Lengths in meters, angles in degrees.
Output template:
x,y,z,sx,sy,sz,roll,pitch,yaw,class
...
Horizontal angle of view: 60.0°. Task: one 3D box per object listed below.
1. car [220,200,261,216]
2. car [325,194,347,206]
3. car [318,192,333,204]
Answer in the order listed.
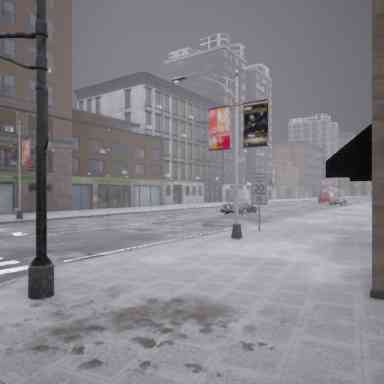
x,y,z,sx,sy,sz,roll,pitch,yaw,class
4.645,1.433,31.430,2.033,1.411,5.357,0,0,35,car
22.646,1.376,51.516,2.033,1.411,5.357,0,0,34,car
24.145,1.044,59.349,2.150,2.045,5.566,0,0,35,car
